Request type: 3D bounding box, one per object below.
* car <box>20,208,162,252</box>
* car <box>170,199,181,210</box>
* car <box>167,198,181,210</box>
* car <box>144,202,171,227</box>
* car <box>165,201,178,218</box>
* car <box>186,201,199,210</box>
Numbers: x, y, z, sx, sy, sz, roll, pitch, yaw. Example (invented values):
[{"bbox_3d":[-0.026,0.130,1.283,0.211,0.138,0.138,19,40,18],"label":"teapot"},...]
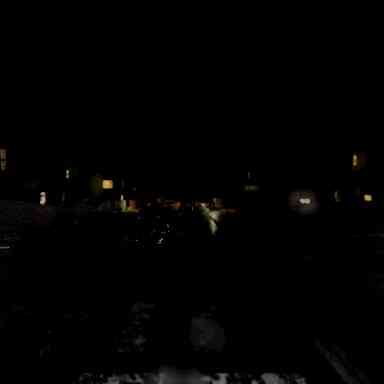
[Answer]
[{"bbox_3d":[-4.030,1.583,13.765,5.357,1.411,2.033,0,2,-6],"label":"car"},{"bbox_3d":[-2.863,1.885,43.277,1.882,1.535,5.008,0,-1,0],"label":"car"},{"bbox_3d":[-2.840,1.873,53.407,2.097,1.767,4.553,0,-1,0],"label":"car"},{"bbox_3d":[-2.906,1.739,24.776,1.812,1.442,4.674,0,-1,2],"label":"car"},{"bbox_3d":[-2.855,1.869,33.819,1.994,1.385,4.181,0,-1,1],"label":"car"},{"bbox_3d":[0.081,2.097,51.205,1.895,1.301,4.718,0,-1,0],"label":"car"}]
